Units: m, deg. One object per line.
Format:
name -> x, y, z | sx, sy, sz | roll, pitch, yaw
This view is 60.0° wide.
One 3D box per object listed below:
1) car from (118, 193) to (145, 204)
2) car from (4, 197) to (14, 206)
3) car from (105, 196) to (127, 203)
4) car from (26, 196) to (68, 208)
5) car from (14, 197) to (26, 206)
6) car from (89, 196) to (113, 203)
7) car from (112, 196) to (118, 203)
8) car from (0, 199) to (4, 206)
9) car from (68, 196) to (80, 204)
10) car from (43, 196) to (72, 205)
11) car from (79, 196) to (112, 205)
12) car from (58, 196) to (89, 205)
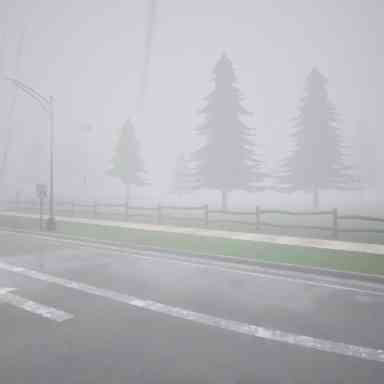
car -> -10.971, 1.352, 62.470 | 2.097, 1.767, 4.553 | 0, 0, 35
car -> -26.501, 1.526, 52.590 | 1.812, 1.442, 4.674 | 0, 0, 35
car -> -15.469, 1.552, 68.126 | 1.994, 1.385, 4.181 | 0, 0, 35
car -> -20.963, 1.352, 48.305 | 2.097, 1.767, 4.553 | 0, 0, 35
car -> -23.753, 1.601, 50.415 | 1.895, 1.301, 4.718 | 0, 0, 35
car -> -18.880, 1.595, 69.358 | 1.895, 1.301, 4.718 | 0, 0, 35
car -> -12.496, 1.221, 66.330 | 2.150, 2.045, 5.566 | 0, 0, 35
car -> -29.691, 1.564, 54.141 | 1.994, 1.385, 4.181 | 0, 0, 34
car -> -18.621, 1.526, 57.694 | 1.812, 1.442, 4.674 | 0, 0, 35
car -> -24.662, 1.526, 61.224 | 1.812, 1.442, 4.674 | 0, 0, 35
car -> -15.990, 1.564, 55.375 | 1.994, 1.385, 4.181 | 0, 0, 35
car -> -21.263, 1.491, 60.010 | 2.128, 1.511, 4.902 | 0, 0, 35
